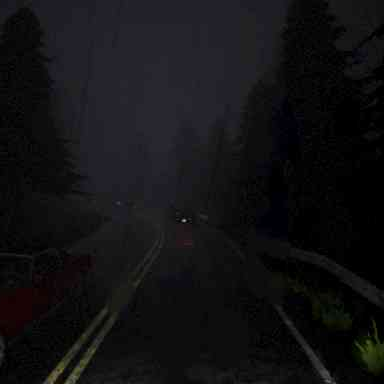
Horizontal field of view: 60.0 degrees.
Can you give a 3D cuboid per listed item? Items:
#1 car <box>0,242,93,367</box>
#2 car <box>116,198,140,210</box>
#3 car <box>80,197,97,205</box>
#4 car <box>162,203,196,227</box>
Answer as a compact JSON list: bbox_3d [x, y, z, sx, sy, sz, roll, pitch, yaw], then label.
[{"bbox_3d":[-3.250,1.602,5.477,1.895,1.301,4.718,0,0,1],"label":"car"},{"bbox_3d":[-7.977,1.463,41.288,1.837,1.490,4.892,3,-1,-31],"label":"car"},{"bbox_3d":[-14.782,1.098,46.146,2.097,1.767,4.553,3,-2,-32],"label":"car"},{"bbox_3d":[-0.915,1.536,23.183,1.837,1.490,4.892,1,0,-10],"label":"car"}]
